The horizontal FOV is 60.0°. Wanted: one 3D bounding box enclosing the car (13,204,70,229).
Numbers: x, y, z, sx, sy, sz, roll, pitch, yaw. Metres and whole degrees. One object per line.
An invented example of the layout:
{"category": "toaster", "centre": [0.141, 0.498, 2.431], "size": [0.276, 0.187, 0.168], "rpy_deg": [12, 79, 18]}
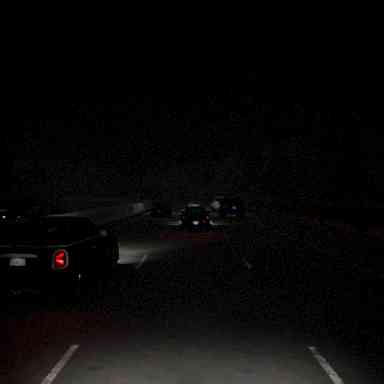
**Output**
{"category": "car", "centre": [-10.430, 1.641, 23.449], "size": [1.812, 1.442, 4.674], "rpy_deg": [0, 0, 1]}

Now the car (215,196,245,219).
{"category": "car", "centre": [3.807, 1.519, 32.501], "size": [2.150, 2.045, 5.566], "rpy_deg": [0, 0, 0]}

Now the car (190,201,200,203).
{"category": "car", "centre": [0.362, 1.891, 44.101], "size": [1.812, 1.442, 4.674], "rpy_deg": [0, 0, 0]}

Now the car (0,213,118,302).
{"category": "car", "centre": [-3.347, 1.398, 8.558], "size": [2.097, 1.767, 4.553], "rpy_deg": [0, -1, 0]}

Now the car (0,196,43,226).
{"category": "car", "centre": [-13.901, 1.332, 25.665], "size": [2.150, 2.045, 5.566], "rpy_deg": [0, -1, 1]}

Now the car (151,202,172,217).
{"category": "car", "centre": [-3.179, 1.743, 35.124], "size": [1.882, 1.535, 5.008], "rpy_deg": [0, 0, 0]}

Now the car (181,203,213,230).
{"category": "car", "centre": [0.244, 1.714, 22.559], "size": [1.812, 1.442, 4.674], "rpy_deg": [0, 0, 0]}

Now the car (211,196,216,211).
{"category": "car", "centre": [3.873, 1.635, 46.637], "size": [2.150, 2.045, 5.566], "rpy_deg": [0, 0, 0]}
